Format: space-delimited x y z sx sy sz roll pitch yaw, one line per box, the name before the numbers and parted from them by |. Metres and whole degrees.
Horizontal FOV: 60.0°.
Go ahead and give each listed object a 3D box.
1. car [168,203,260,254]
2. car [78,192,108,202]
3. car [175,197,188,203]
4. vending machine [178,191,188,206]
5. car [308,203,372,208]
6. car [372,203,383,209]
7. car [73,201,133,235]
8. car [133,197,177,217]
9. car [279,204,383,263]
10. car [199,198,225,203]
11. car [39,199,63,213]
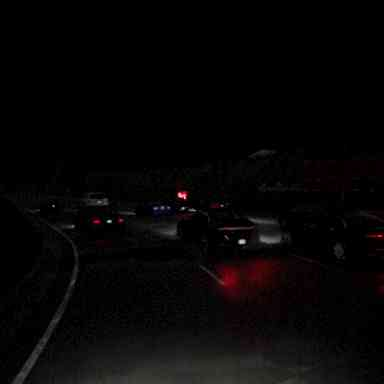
car | 0.831 1.401 13.159 2.128 1.511 4.902 0 0 -19
car | -10.248 1.071 34.332 2.150 2.045 5.566 -1 0 -30
car | -2.030 1.301 34.033 1.837 1.490 4.892 -1 0 -29
vending machine | -1.335 0.898 47.923 1.100 2.100 0.880 -1 0 -30
car | 6.669 1.331 17.947 2.128 1.511 4.902 0 0 -22
car | 10.548 1.292 17.668 1.882 1.535 5.008 0 0 -20
car | -5.187 1.466 18.225 2.033 1.411 5.357 -1 0 -29
car | -3.699 1.381 29.894 2.033 1.411 5.357 -1 0 -30
car | 4.983 1.396 11.636 1.837 1.490 4.892 0 0 -16
car | 1.940 1.332 34.112 1.994 1.385 4.181 -1 0 -29
car | -15.337 1.437 36.198 1.994 1.385 4.181 -1 0 -30
